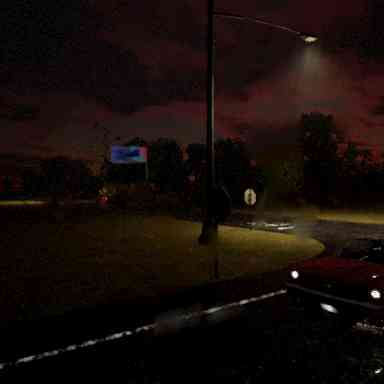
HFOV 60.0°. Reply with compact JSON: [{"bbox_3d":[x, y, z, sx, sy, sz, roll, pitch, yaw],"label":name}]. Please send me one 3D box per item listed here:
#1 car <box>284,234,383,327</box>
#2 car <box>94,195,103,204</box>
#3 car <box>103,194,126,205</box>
[{"bbox_3d":[4.058,1.597,6.774,4.718,1.301,1.895,0,0,-35],"label":"car"},{"bbox_3d":[-16.274,1.235,60.929,2.097,1.767,4.553,0,0,-34],"label":"car"},{"bbox_3d":[-12.804,1.246,55.845,2.097,1.767,4.553,0,0,-34],"label":"car"}]
